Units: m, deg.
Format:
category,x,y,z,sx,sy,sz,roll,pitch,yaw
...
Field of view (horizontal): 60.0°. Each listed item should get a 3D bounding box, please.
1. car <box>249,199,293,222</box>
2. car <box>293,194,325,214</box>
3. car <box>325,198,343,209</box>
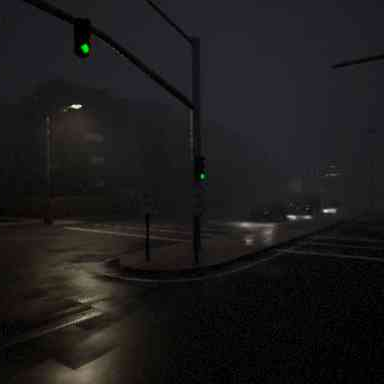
category,x,y,z,sx,sy,sz,roll,pitch,yaw
car,6.450,1.550,27.881,1.882,1.535,5.008,0,0,35
car,12.488,1.291,36.503,2.150,2.045,5.566,0,0,35
car,19.996,1.563,47.170,2.128,1.511,4.902,0,0,35
